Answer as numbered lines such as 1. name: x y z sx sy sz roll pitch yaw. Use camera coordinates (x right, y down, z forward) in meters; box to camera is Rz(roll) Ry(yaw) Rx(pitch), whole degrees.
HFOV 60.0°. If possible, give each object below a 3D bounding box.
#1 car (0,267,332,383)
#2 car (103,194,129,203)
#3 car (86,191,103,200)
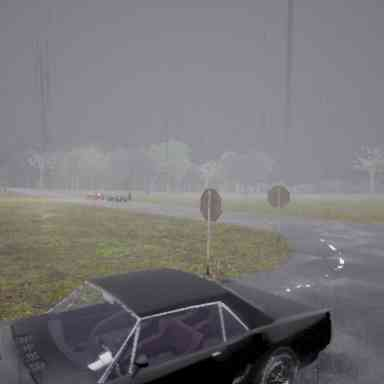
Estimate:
1. car: -0.719 1.605 3.371 4.718 1.301 1.895 0 0 -35
2. car: -11.607 0.957 51.441 1.895 1.301 4.718 2 0 -35
3. car: -17.363 0.514 59.581 2.097 1.767 4.553 2 0 -35
